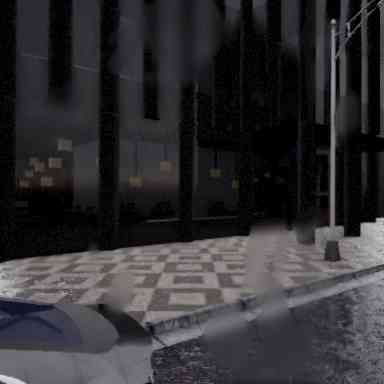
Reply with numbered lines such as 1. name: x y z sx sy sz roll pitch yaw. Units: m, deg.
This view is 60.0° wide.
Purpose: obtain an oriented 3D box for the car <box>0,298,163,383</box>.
1. car: -2.451 1.491 1.631 4.902 1.511 2.128 0 0 -35
